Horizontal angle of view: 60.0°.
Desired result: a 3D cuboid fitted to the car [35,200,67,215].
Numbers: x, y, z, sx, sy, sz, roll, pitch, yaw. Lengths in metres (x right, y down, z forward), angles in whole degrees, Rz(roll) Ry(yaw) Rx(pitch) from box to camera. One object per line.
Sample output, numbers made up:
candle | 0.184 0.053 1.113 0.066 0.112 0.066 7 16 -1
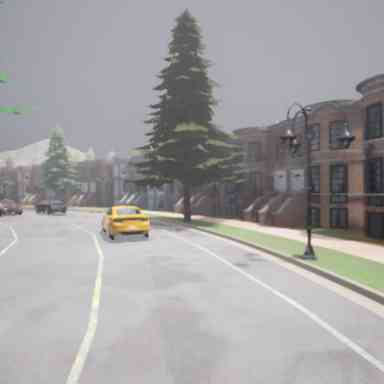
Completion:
car | -14.724 1.547 34.575 2.128 1.511 4.902 0 0 -44

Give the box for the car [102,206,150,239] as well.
car | -3.591 1.475 17.541 1.882 1.535 5.008 0 0 -21

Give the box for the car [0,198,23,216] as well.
car | -18.708 1.441 33.292 4.553 1.767 2.097 0 0 42
